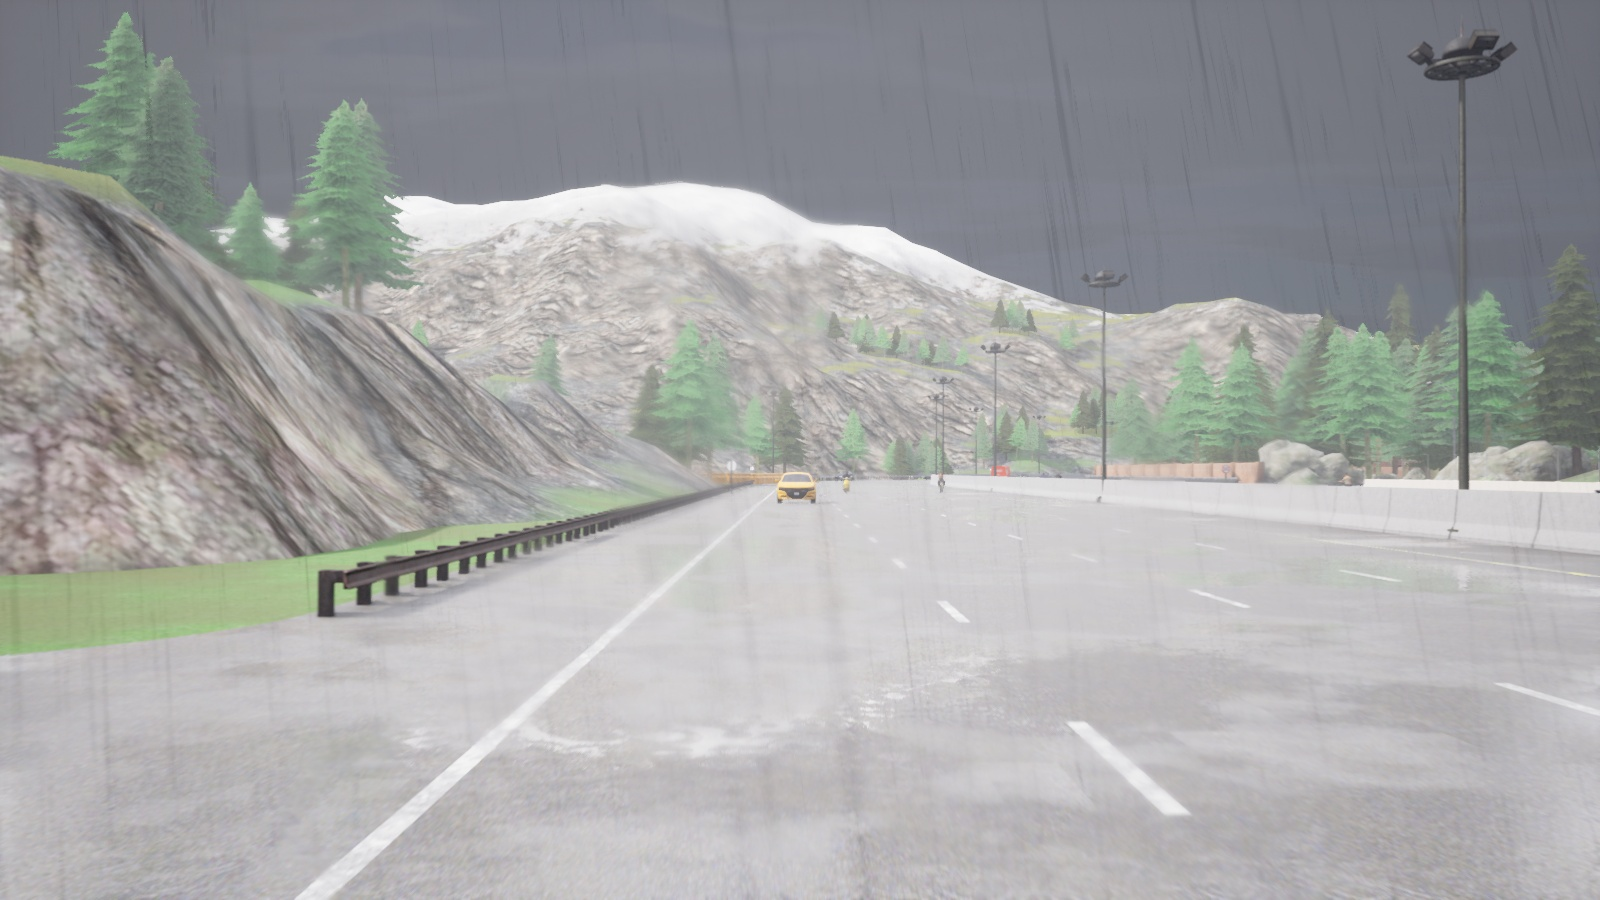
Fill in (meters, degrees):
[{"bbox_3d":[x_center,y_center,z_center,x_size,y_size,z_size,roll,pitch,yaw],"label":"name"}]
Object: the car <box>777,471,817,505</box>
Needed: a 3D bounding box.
[{"bbox_3d":[-0.147,1.809,60.700,1.882,1.535,5.008,0,-1,0],"label":"car"}]
